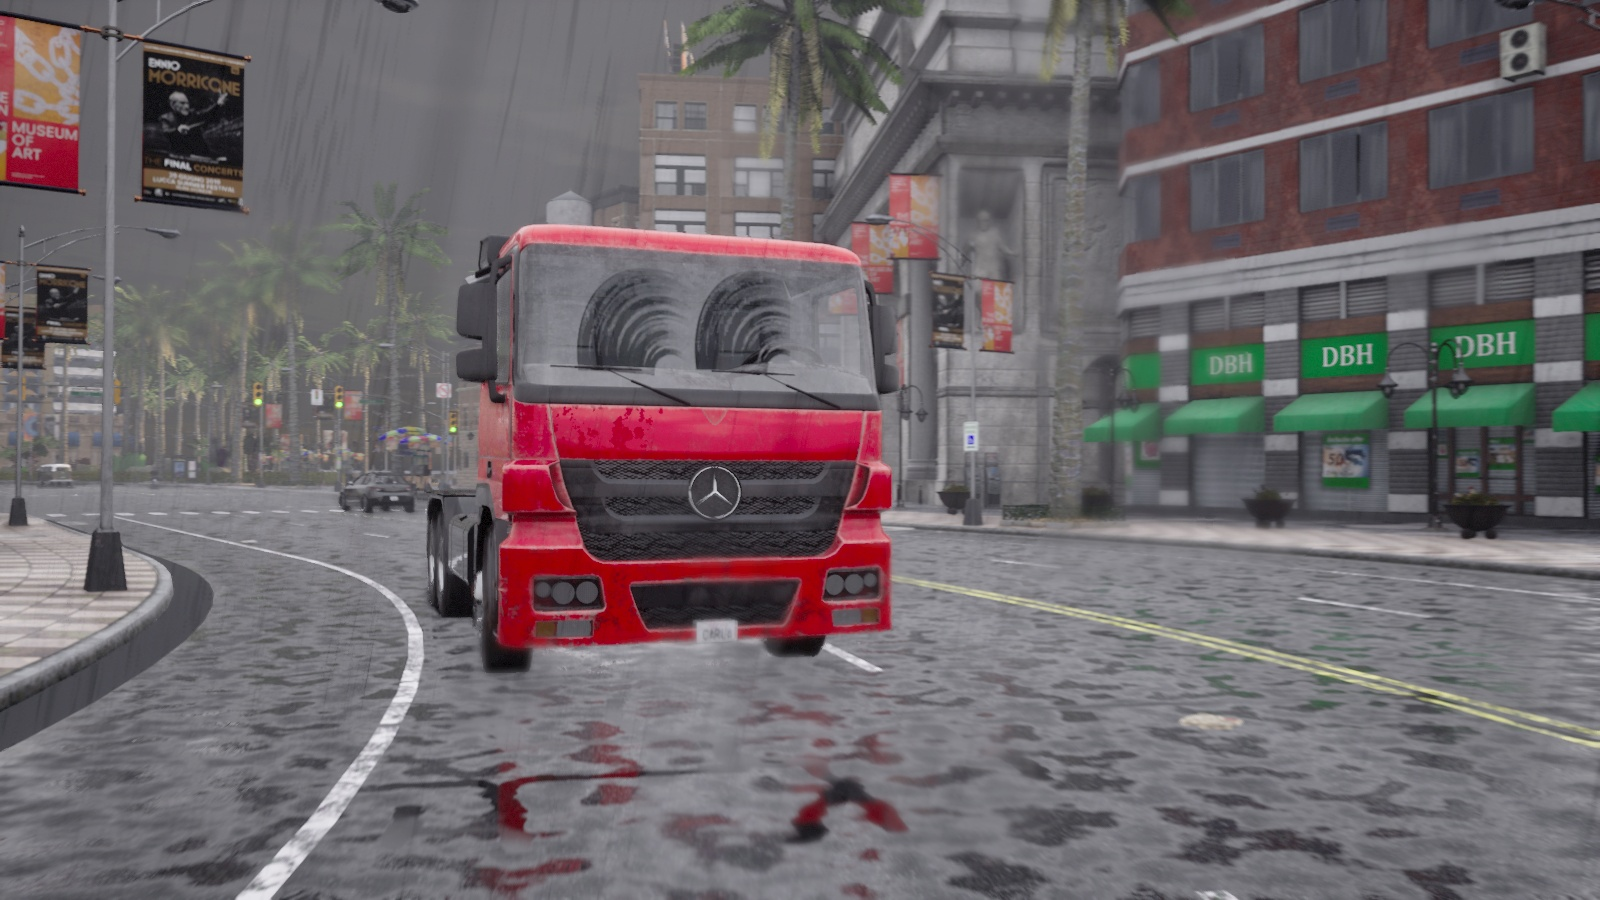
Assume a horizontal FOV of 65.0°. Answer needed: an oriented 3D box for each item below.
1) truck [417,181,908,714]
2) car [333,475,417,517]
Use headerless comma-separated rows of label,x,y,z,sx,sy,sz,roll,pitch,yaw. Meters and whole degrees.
truck,-1.983,0.050,12.375,2.891,3.462,7.936,0,-1,-21
car,-15.949,1.696,46.984,1.816,1.474,4.193,0,-1,-36
